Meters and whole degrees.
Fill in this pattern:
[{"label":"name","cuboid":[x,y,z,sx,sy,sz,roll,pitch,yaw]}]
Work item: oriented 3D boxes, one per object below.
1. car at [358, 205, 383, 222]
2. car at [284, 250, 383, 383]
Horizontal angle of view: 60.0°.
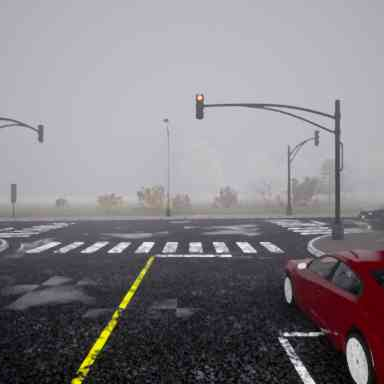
[{"label":"car","cuboid":[14.767,1.359,23.561,5.357,1.411,2.033,-1,0,0]},{"label":"car","cuboid":[2.706,1.544,5.048,1.887,1.381,4.507,0,0,0]}]
